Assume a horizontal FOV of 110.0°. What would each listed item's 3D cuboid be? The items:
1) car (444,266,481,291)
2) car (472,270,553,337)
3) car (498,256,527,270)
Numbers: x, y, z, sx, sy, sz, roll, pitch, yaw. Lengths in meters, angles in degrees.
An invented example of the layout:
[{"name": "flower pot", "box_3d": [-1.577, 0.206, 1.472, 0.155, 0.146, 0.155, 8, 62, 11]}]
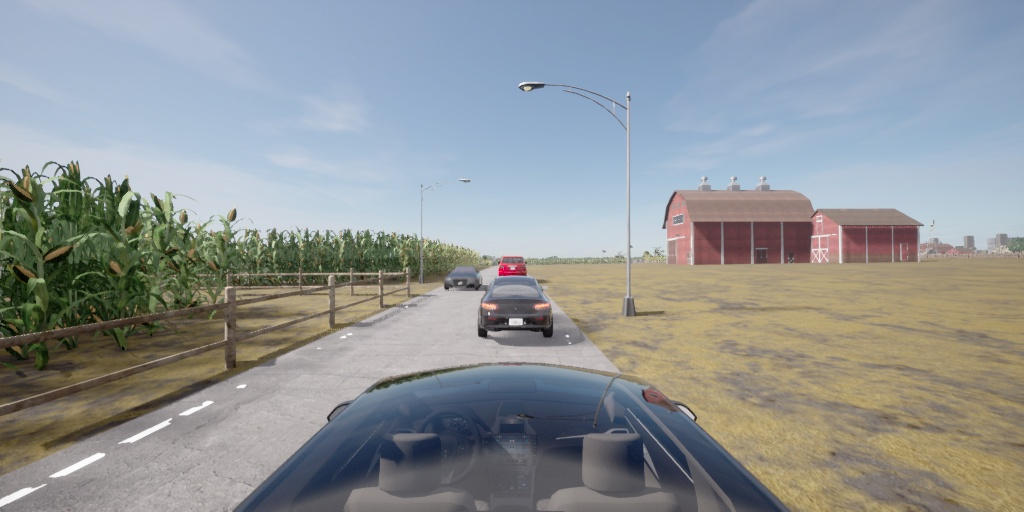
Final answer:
[{"name": "car", "box_3d": [-2.890, 1.331, 21.960, 1.994, 1.385, 4.181, 0, 0, 0]}, {"name": "car", "box_3d": [0.071, 1.280, 10.150, 1.812, 1.442, 4.674, 0, 0, 0]}, {"name": "car", "box_3d": [0.045, 0.995, 28.635, 2.150, 2.045, 5.566, 0, 0, 0]}]
